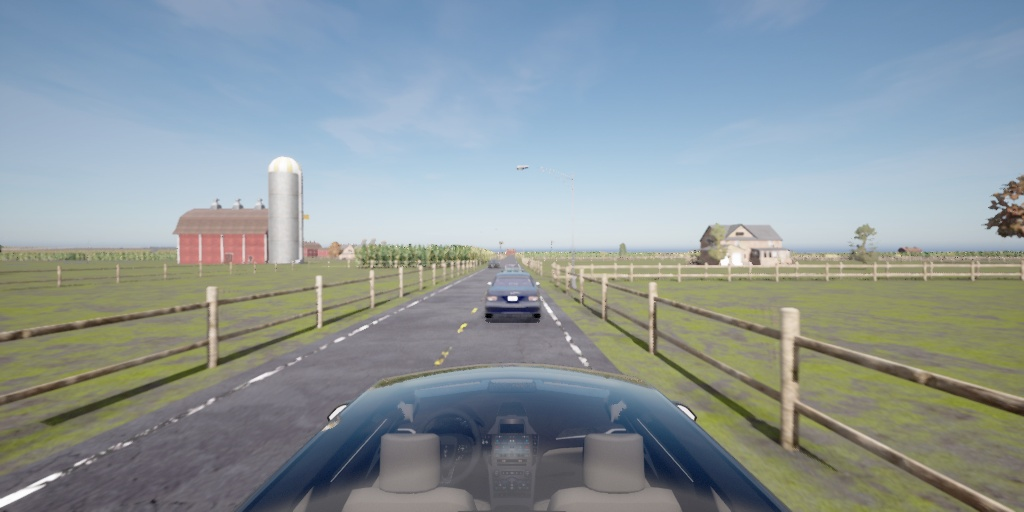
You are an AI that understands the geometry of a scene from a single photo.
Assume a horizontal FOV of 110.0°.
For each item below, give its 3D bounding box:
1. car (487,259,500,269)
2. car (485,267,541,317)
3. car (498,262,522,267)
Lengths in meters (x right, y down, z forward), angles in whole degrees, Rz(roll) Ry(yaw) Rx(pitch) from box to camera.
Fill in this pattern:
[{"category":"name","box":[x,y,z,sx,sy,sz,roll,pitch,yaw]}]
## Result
[{"category":"car","box":[-2.813,1.256,55.793,1.837,1.490,4.892,0,0,0]},{"category":"car","box":[0.048,1.302,13.101,2.033,1.411,5.357,0,0,1]},{"category":"car","box":[0.066,1.358,30.385,1.895,1.301,4.718,0,0,0]}]
